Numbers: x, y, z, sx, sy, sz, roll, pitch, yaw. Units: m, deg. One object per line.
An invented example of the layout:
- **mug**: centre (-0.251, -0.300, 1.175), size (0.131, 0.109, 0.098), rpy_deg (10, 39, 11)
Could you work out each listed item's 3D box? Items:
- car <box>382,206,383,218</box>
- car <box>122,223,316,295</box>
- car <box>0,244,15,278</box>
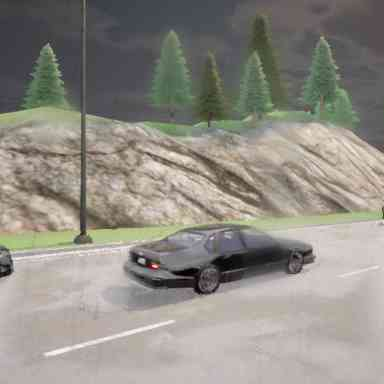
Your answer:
- **car**: centre (15.702, 1.223, 23.602), size (5.566, 2.045, 2.150), rpy_deg (0, 0, -36)
- **car**: centre (0.931, 1.547, 8.705), size (5.357, 1.411, 2.033), rpy_deg (0, 0, -36)
- **car**: centre (-6.502, 1.564, 7.710), size (4.181, 1.385, 1.994), rpy_deg (0, 0, -36)
